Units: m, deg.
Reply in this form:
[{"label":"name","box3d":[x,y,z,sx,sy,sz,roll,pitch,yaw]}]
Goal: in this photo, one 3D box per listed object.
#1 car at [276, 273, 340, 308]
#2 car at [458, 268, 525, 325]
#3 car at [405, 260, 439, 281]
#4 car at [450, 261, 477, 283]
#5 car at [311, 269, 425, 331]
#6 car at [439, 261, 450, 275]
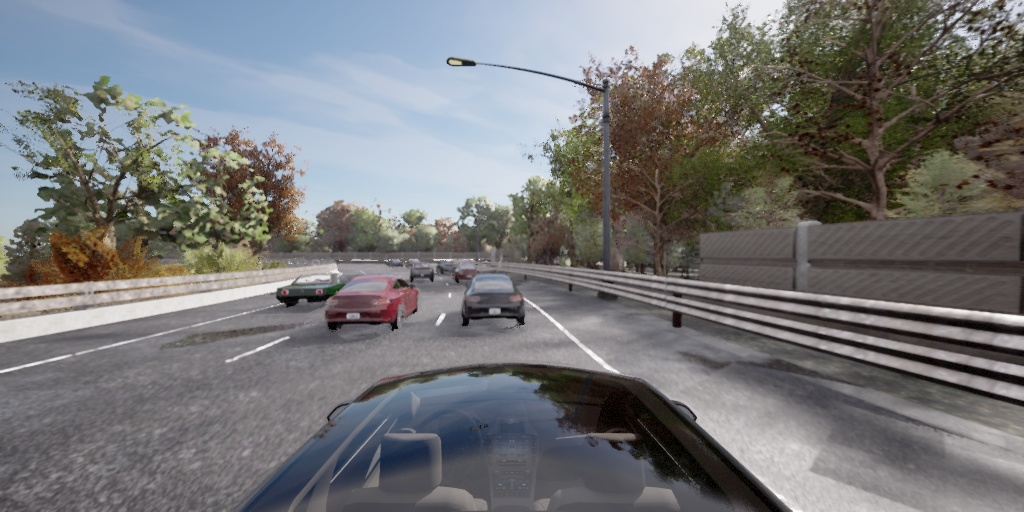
[{"label":"car","box3d":[-8.068,1.380,15.531,1.895,1.301,4.718,0,0,-8]},{"label":"car","box3d":[-0.650,1.290,11.766,1.812,1.442,4.674,0,0,-5]},{"label":"car","box3d":[-7.576,1.289,30.069,2.128,1.511,4.902,0,0,-15]},{"label":"car","box3d":[-3.688,1.316,28.574,1.812,1.442,4.674,0,0,-13]},{"label":"car","box3d":[-4.050,1.294,10.975,1.812,1.442,4.674,0,0,-5]},{"label":"car","box3d":[-7.564,1.304,41.172,2.128,1.511,4.902,0,0,-21]}]
